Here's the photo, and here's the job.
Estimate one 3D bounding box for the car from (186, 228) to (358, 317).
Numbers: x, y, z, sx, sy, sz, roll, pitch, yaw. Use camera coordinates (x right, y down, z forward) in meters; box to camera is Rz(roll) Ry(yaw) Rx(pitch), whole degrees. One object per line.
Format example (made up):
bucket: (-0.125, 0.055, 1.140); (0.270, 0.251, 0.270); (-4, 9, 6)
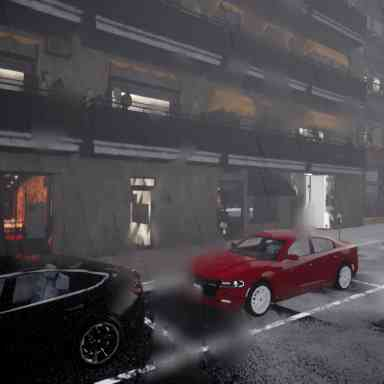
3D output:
car: (1.944, 1.546, 7.476); (4.507, 1.381, 1.887); (0, 1, -35)

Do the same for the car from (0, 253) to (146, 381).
car: (-2.673, 1.566, 4.184); (4.313, 1.339, 1.947); (0, 1, -35)
